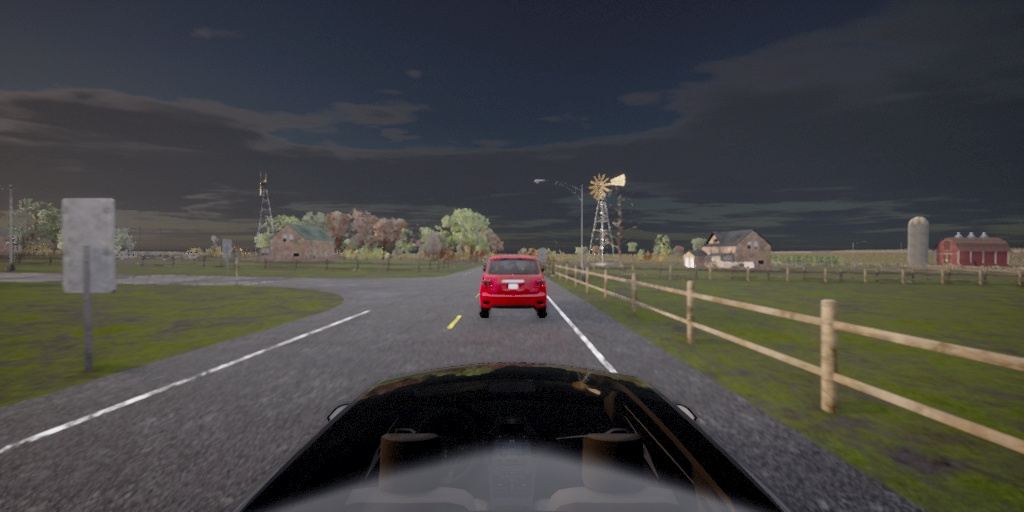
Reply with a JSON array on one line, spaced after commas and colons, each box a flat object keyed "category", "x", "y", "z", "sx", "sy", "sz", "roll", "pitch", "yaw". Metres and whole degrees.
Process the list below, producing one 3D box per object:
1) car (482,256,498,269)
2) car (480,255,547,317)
[{"category": "car", "x": -3.557, "y": 1.051, "z": 58.724, "sx": 2.150, "sy": 2.045, "sz": 5.566, "roll": 0, "pitch": 0, "yaw": 1}, {"category": "car", "x": 0.060, "y": 0.990, "z": 13.362, "sx": 2.150, "sy": 2.045, "sz": 5.566, "roll": 0, "pitch": 0, "yaw": 0}]
